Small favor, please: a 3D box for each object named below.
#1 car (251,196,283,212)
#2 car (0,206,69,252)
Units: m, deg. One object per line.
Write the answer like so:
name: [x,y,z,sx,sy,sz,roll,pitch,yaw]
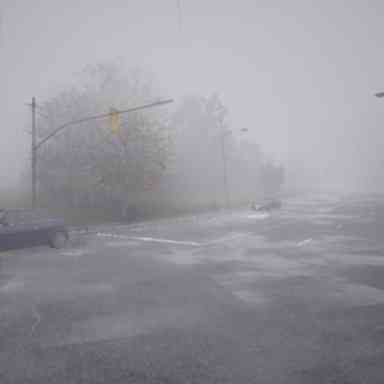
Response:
car: [7.637,1.169,33.770,2.128,1.511,4.902,0,2,35]
car: [-7.171,1.428,12.801,2.097,1.767,4.553,0,0,35]
